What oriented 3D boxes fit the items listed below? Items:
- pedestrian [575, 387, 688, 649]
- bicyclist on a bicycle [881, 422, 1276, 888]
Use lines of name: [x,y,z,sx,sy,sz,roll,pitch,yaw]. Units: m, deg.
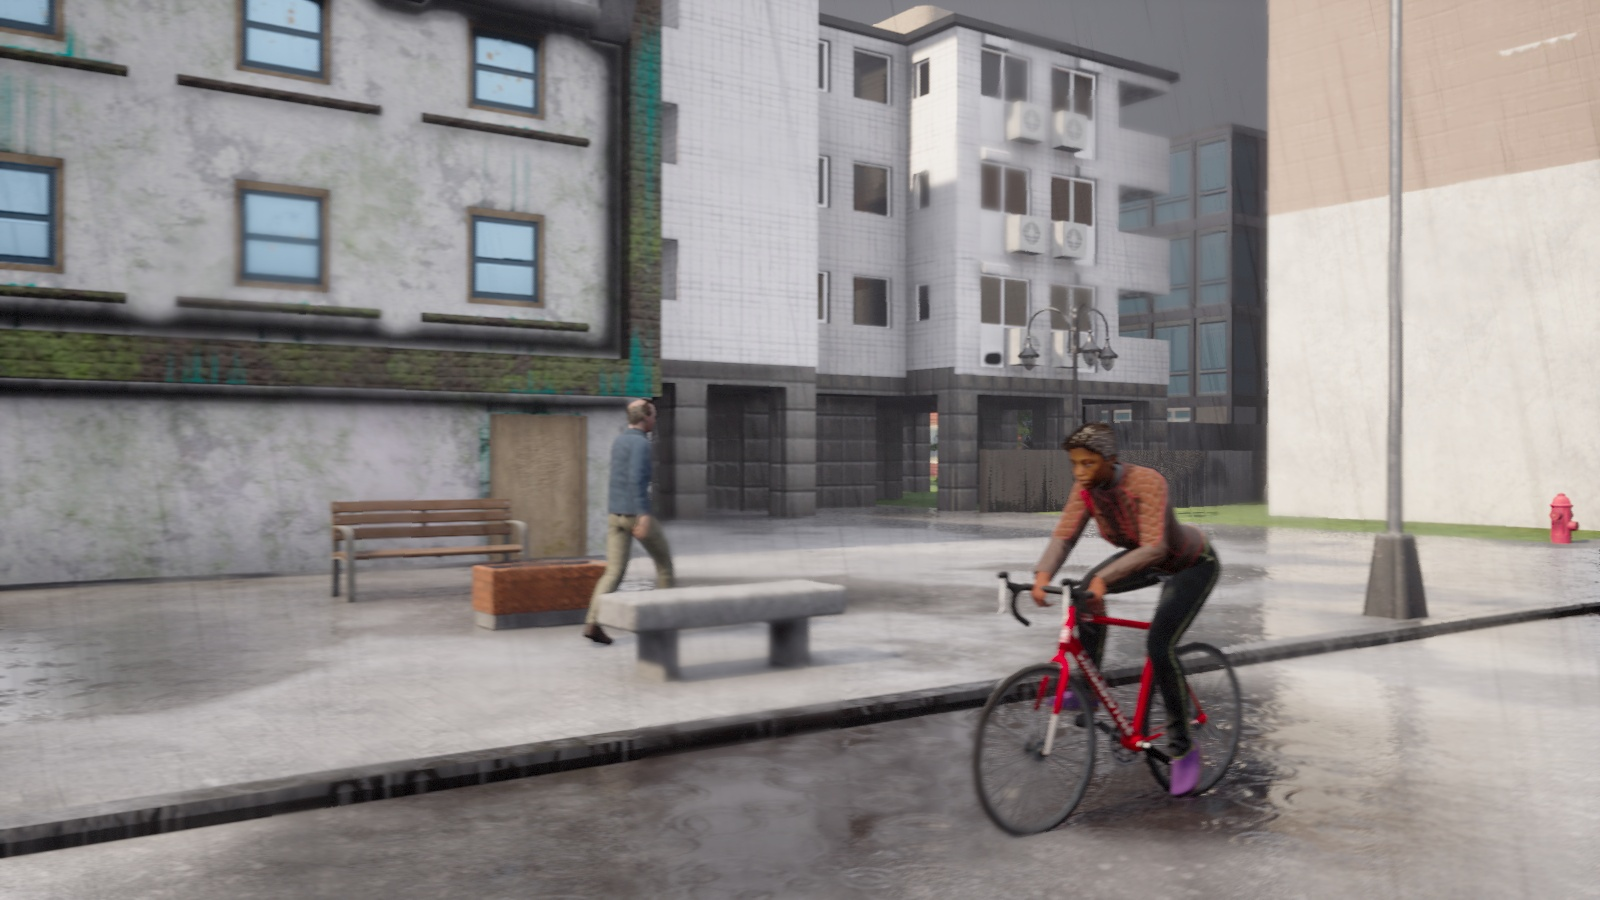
pedestrian: [-1.235,0.480,9.232,0.726,1.842,0.402,0,0,-45]
bicyclist on a bicycle: [1.165,0.708,5.082,1.656,1.620,0.582,-1,0,-35]
